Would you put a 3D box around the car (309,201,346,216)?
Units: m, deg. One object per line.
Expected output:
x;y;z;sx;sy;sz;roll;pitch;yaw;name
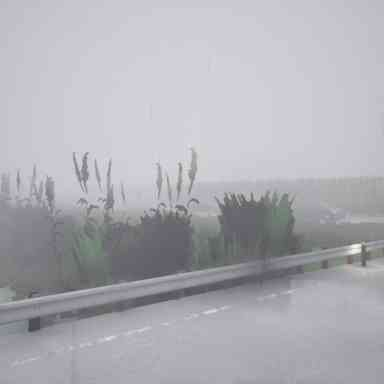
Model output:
10.878;1.574;29.024;2.097;1.767;4.553;-1;1;-43;car
